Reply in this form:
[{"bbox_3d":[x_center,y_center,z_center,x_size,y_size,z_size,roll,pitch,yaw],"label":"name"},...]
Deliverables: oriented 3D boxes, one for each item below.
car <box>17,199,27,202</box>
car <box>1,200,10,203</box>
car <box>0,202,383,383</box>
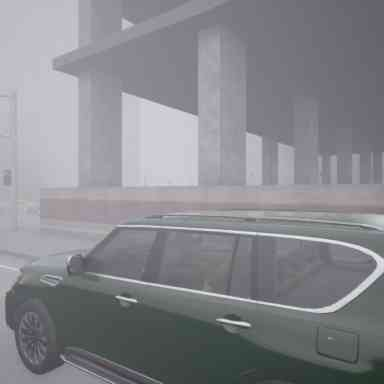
[{"bbox_3d":[-14.331,1.547,33.461,2.128,1.511,4.902,0,0,36],"label":"car"},{"bbox_3d":[-18.380,1.533,33.815,1.882,1.535,5.008,0,0,36],"label":"car"},{"bbox_3d":[0.066,1.221,3.937,5.566,2.045,2.150,0,0,36],"label":"car"}]
